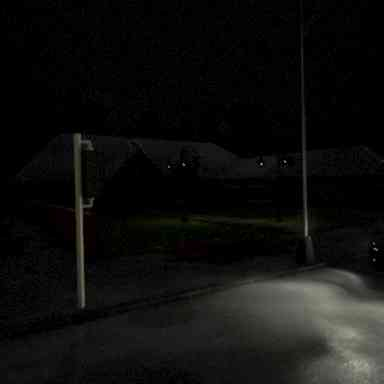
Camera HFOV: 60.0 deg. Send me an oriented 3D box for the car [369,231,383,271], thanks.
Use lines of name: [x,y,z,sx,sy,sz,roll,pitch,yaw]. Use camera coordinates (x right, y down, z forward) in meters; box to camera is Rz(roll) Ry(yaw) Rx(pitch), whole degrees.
car: [6.705,1.215,8.767,5.008,1.535,1.882,-1,1,-32]
